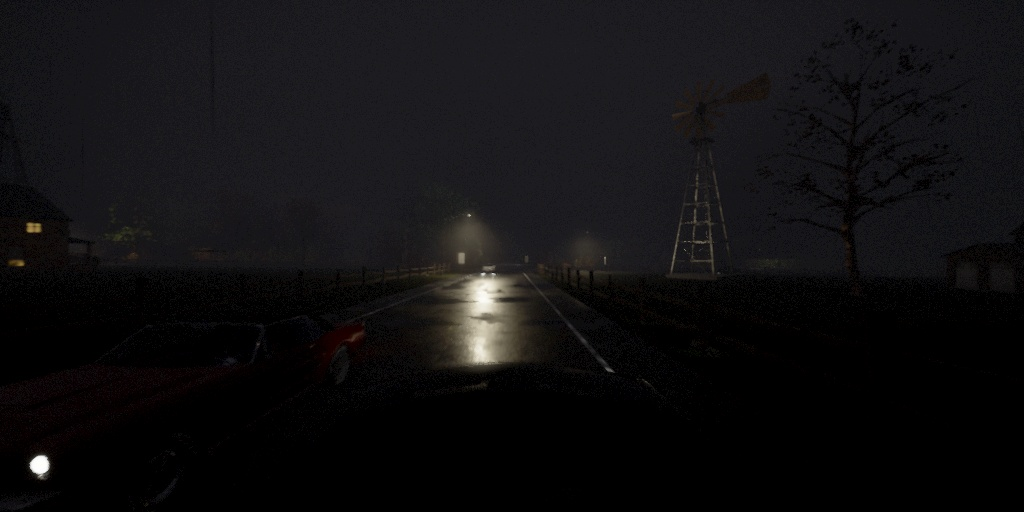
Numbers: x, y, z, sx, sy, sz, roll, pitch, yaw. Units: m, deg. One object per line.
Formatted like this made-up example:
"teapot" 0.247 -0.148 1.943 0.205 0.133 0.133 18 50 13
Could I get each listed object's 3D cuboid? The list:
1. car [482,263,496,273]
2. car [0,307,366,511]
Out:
"car" -3.528 1.851 55.031 1.812 1.442 4.674 0 -1 0
"car" -3.600 1.379 4.325 1.895 1.301 4.718 0 -1 0
